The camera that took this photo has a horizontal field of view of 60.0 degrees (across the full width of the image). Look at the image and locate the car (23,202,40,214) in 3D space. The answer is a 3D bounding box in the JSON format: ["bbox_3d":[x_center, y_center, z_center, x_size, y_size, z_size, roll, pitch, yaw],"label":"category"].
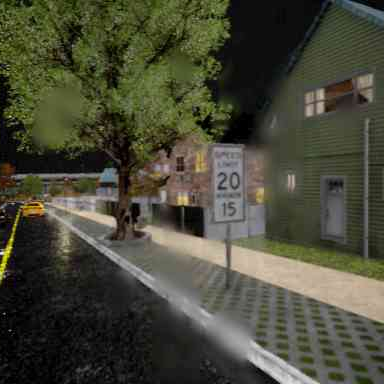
[{"bbox_3d":[-21.563,2.070,44.565,1.895,1.301,4.718,-2,0,-26],"label":"car"}]

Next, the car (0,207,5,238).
[{"bbox_3d":[-10.393,1.757,16.000,1.837,1.490,4.892,-2,0,-26],"label":"car"}]

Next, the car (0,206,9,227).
[{"bbox_3d":[-15.163,1.849,25.489,2.128,1.511,4.902,-2,0,-27],"label":"car"}]

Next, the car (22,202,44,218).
[{"bbox_3d":[-16.480,1.821,34.523,1.882,1.535,5.008,-2,0,-26],"label":"car"}]
